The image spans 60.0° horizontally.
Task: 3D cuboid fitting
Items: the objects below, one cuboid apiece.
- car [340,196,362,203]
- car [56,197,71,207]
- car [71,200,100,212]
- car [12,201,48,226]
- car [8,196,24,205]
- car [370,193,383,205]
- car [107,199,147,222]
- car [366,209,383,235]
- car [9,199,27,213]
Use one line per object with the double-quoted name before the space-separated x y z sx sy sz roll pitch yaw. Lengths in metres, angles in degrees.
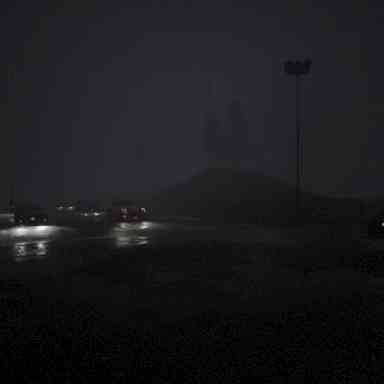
"car" 30.786 1.514 64.827 1.882 1.535 5.008 0 0 -15
"car" -21.060 1.631 54.762 1.882 1.535 5.008 0 0 -30
"car" -12.498 1.620 39.601 2.033 1.411 5.357 0 0 -30
"car" -11.617 1.615 23.962 1.994 1.385 4.181 0 0 -30
"car" -27.137 1.280 51.286 1.994 1.385 4.181 0 0 -30
"car" 31.881 1.243 54.217 2.150 2.045 5.566 0 0 3
"car" -5.354 1.398 27.112 2.097 1.767 4.553 0 0 -30
"car" 10.983 1.571 17.791 4.181 1.385 1.994 0 0 -43
"car" -19.552 1.560 37.845 1.882 1.535 5.008 0 0 -30
